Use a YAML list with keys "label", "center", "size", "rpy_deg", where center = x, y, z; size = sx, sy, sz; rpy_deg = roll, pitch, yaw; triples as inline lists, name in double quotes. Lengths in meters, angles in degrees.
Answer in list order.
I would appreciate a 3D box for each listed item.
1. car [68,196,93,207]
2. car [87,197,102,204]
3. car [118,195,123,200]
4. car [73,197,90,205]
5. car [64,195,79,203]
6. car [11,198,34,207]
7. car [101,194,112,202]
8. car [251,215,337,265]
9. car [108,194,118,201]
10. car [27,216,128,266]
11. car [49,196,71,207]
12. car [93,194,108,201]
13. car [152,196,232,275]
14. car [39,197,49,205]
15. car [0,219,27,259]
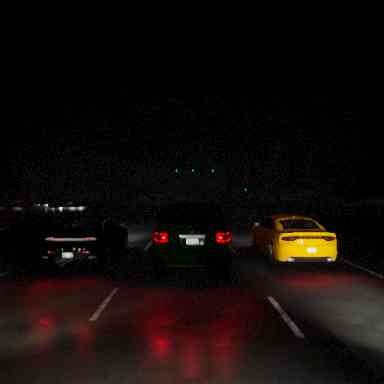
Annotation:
- label: "car"
  center: [-18.348, 1.796, 55.009]
  size: [1.994, 1.385, 4.181]
  rpy_deg: [0, 0, -1]
- label: "car"
  center: [-22.078, 1.815, 75.552]
  size: [2.128, 1.511, 4.902]
  rpy_deg: [0, 0, -1]
- label: "car"
  center: [-18.766, 1.669, 84.202]
  size: [2.097, 1.767, 4.553]
  rpy_deg: [0, 0, -3]
- label: "car"
  center: [-21.936, 1.742, 66.256]
  size: [1.882, 1.535, 5.008]
  rpy_deg: [0, 0, -1]
- label: "car"
  center: [-29.171, 1.660, 80.699]
  size: [2.097, 1.767, 4.553]
  rpy_deg: [0, 0, -1]
- label: "car"
  center: [-28.846, 1.715, 56.616]
  size: [1.882, 1.535, 5.008]
  rpy_deg: [0, 0, 0]
- label: "car"
  center: [-22.724, 1.553, 88.869]
  size: [2.150, 2.045, 5.566]
  rpy_deg: [0, 0, -7]
- label: "car"
  center: [3.459, 1.565, 12.155]
  size: [1.882, 1.535, 5.008]
  rpy_deg: [0, 0, -1]
- label: "car"
  center: [-18.555, 1.826, 74.114]
  size: [2.033, 1.411, 5.357]
  rpy_deg: [0, 0, -1]
- label: "car"
  center: [-3.537, 1.578, 11.808]
  size: [2.128, 1.511, 4.902]
  rpy_deg: [0, 0, -1]
- label: "car"
  center: [-21.849, 1.799, 55.951]
  size: [1.994, 1.385, 4.181]
  rpy_deg: [0, 0, 0]
- label: "car"
  center: [-18.436, 1.612, 64.867]
  size: [2.097, 1.767, 4.553]
  rpy_deg: [0, 0, 0]
- label: "car"
  center: [-0.017, 1.303, 10.822]
  size: [2.150, 2.045, 5.566]
  rpy_deg: [0, 0, -1]
- label: "car"
  center: [-28.944, 1.766, 66.681]
  size: [1.837, 1.490, 4.892]
  rpy_deg: [0, 0, -1]
- label: "car"
  center: [-7.047, 1.695, 12.934]
  size: [1.895, 1.301, 4.718]
  rpy_deg: [0, 0, -1]
